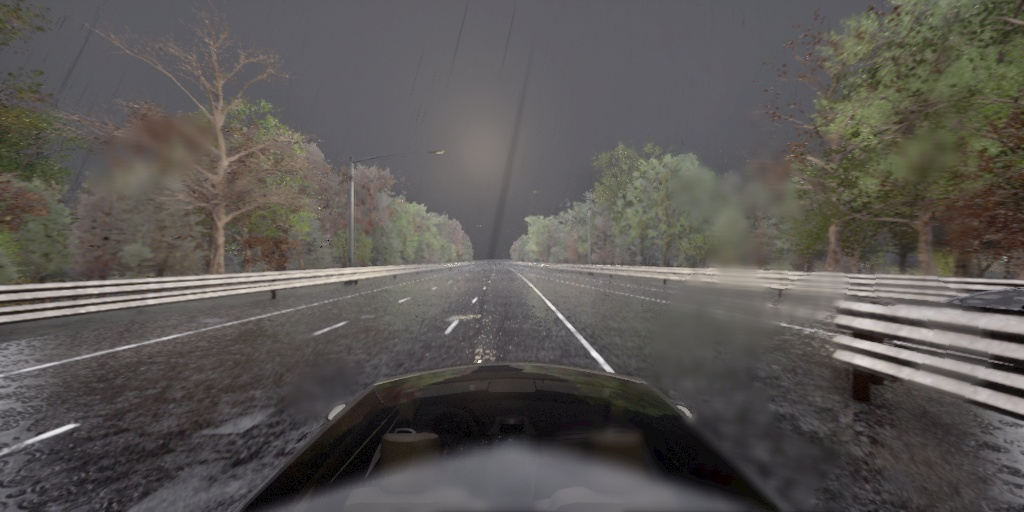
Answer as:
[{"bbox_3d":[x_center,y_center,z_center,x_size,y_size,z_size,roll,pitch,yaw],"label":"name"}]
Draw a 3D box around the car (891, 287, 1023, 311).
[{"bbox_3d":[10.998,1.348,7.534,2.163,1.488,4.792,0,-1,-11],"label":"car"}]
